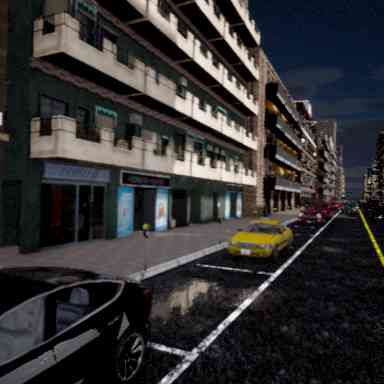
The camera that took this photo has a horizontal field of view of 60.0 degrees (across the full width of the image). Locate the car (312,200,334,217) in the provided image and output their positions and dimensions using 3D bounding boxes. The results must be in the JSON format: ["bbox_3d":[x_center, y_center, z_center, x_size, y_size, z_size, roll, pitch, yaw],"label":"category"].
[{"bbox_3d":[12.747,1.872,33.577,2.192,1.841,5.009,1,0,26],"label":"car"}]

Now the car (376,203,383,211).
[{"bbox_3d":[37.500,2.910,65.401,1.887,1.381,4.507,1,0,26],"label":"car"}]

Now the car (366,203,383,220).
[{"bbox_3d":[20.158,2.246,35.756,1.837,1.490,4.892,1,-1,26],"label":"car"}]

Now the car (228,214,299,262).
[{"bbox_3d":[2.825,1.696,13.141,1.752,1.417,4.829,1,0,26],"label":"car"}]

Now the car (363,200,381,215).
[{"bbox_3d":[25.397,2.168,46.611,2.150,2.045,5.566,1,0,26],"label":"car"}]

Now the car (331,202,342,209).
[{"bbox_3d":[29.965,2.766,69.066,1.887,1.381,4.507,1,0,26],"label":"car"}]

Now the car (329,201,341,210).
[{"bbox_3d":[27.507,2.567,63.995,1.967,1.590,4.097,1,0,26],"label":"car"}]

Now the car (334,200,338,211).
[{"bbox_3d":[25.050,2.348,58.927,2.192,1.841,5.009,1,0,26],"label":"car"}]

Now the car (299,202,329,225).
[{"bbox_3d":[10.283,1.901,28.506,1.967,1.590,4.097,1,0,26],"label":"car"}]

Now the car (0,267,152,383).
[{"bbox_3d":[-2.023,1.546,3.153,1.947,1.339,4.313,1,0,26],"label":"car"}]

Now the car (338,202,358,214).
[{"bbox_3d":[22.704,2.247,47.938,2.097,1.767,4.553,1,-1,26],"label":"car"}]
